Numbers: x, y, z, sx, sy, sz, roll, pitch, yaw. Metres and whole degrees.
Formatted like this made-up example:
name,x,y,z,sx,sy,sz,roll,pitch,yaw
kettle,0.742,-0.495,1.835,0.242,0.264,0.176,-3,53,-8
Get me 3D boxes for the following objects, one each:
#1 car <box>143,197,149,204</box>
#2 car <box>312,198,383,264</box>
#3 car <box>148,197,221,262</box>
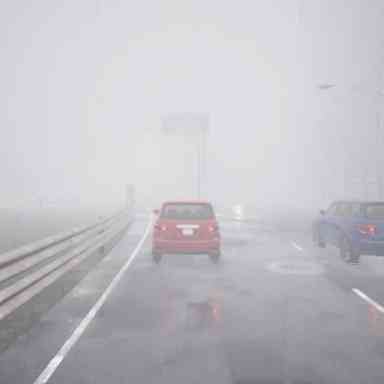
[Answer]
name,x,y,z,sx,sy,sz,roll,pitch,yaw
car,-8.733,1.603,65.982,1.895,1.301,4.718,0,0,-10
car,6.020,1.232,11.890,2.150,2.045,5.566,0,0,5
car,-0.265,1.243,12.292,2.150,2.045,5.566,1,0,-3
